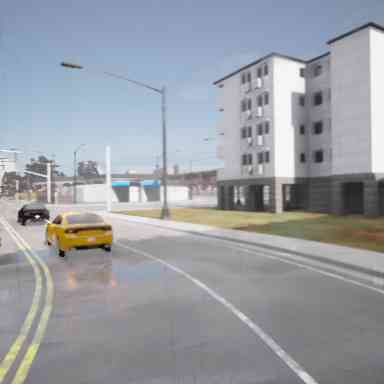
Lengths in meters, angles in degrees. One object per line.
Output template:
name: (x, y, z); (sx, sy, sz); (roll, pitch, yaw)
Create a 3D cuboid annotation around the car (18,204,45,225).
car: (-12.408, 1.662, 26.042); (1.882, 1.535, 5.008); (-1, 0, -32)

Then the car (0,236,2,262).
car: (-6.448, 1.697, 9.329); (1.895, 1.301, 4.718); (-1, 0, -29)

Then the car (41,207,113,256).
car: (-4.758, 1.549, 13.688); (1.882, 1.535, 5.008); (-1, -1, -31)
